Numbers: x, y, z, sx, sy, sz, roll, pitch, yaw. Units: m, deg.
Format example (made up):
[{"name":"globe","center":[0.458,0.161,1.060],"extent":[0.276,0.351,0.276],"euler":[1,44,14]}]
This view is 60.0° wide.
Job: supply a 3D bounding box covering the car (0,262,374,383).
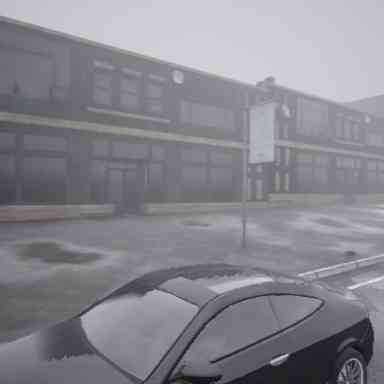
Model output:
[{"name":"car","center":[-0.015,1.525,3.243],"extent":[4.674,1.442,1.812],"euler":[0,0,-36]}]
